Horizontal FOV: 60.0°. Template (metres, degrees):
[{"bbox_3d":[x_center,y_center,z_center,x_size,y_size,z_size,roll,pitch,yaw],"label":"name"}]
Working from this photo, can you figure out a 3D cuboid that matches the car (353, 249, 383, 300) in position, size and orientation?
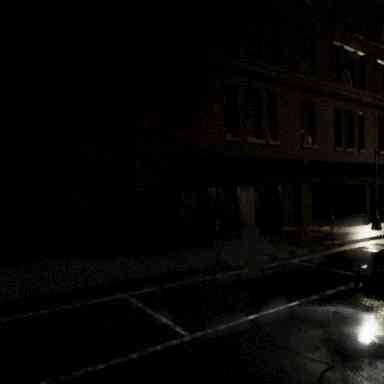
[{"bbox_3d":[5.272,1.469,7.001,4.181,1.385,1.994,-1,0,-35],"label":"car"}]
